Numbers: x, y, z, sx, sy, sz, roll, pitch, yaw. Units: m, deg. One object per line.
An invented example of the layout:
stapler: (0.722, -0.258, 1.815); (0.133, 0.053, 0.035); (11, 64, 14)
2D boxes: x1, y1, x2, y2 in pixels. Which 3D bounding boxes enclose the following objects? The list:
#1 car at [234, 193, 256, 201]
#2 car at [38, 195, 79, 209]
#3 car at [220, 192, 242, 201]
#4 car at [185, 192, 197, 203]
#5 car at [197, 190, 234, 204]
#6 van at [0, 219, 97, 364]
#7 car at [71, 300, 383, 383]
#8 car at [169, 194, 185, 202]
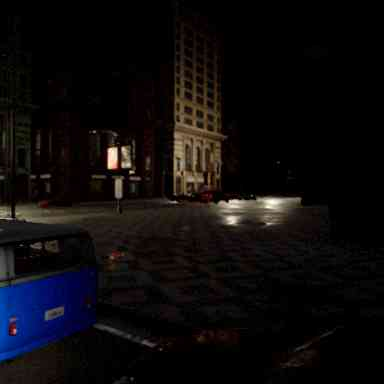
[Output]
car: (9.965, 0.910, 60.009); (1.994, 1.385, 4.181); (0, 1, 35)
car: (-16.109, 1.180, 40.305); (1.882, 1.535, 5.008); (0, 1, 35)
car: (7.314, 0.813, 61.891); (1.882, 1.535, 5.008); (0, 1, 35)
car: (1.479, 0.815, 53.584); (2.097, 1.767, 4.553); (0, 1, 36)
car: (3.687, 0.701, 51.090); (2.150, 2.045, 5.566); (0, 0, 36)
van: (-3.302, 1.352, 5.421); (3.998, 1.788, 1.690); (0, 0, 35)
car: (1.301, 1.582, 2.146); (4.206, 1.307, 1.802); (0, 0, 35)
car: (-2.303, 0.971, 59.599); (1.994, 1.385, 4.181); (0, 1, 36)
